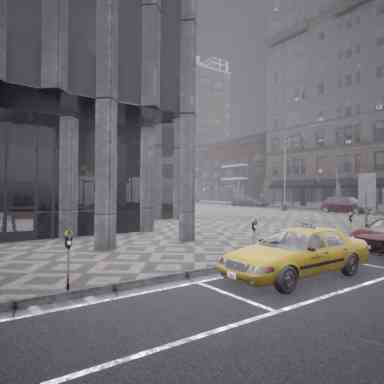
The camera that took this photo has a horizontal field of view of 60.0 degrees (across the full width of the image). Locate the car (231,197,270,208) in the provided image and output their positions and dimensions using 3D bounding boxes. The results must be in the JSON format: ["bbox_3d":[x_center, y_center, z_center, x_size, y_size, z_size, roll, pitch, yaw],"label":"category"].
[{"bbox_3d":[7.202,1.278,41.694,2.033,1.411,5.357,1,0,-35],"label":"car"}]

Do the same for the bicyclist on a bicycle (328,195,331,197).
[{"bbox_3d":[16.356,1.159,39.546,1.656,1.620,0.582,0,0,-35],"label":"bicyclist on a bicycle"}]

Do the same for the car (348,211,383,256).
[{"bbox_3d":[7.555,1.548,12.160,4.507,1.381,1.887,0,1,-36],"label":"car"}]

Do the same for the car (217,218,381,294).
[{"bbox_3d":[2.841,1.527,8.790,4.829,1.417,1.752,0,1,-36],"label":"car"}]

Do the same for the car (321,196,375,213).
[{"bbox_3d":[14.598,1.199,31.220,2.097,1.767,4.553,1,0,-35],"label":"car"}]

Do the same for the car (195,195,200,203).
[{"bbox_3d":[-0.593,1.089,58.195,2.128,1.511,4.902,1,0,-35],"label":"car"}]
